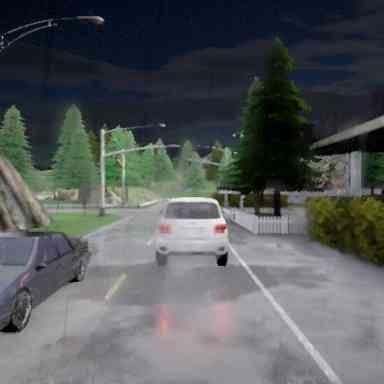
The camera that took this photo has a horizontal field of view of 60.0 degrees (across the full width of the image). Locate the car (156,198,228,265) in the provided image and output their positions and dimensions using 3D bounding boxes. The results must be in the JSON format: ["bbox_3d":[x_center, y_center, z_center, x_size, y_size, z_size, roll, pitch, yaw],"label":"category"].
[{"bbox_3d":[-0.017,1.248,11.855,2.150,2.045,5.566,0,-1,-1],"label":"car"}]

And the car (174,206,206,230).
[{"bbox_3d":[-0.145,1.664,22.399,1.895,1.301,4.718,0,0,-1],"label":"car"}]

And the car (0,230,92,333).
[{"bbox_3d":[-3.662,1.560,7.047,2.033,1.411,5.357,0,0,-1],"label":"car"}]
